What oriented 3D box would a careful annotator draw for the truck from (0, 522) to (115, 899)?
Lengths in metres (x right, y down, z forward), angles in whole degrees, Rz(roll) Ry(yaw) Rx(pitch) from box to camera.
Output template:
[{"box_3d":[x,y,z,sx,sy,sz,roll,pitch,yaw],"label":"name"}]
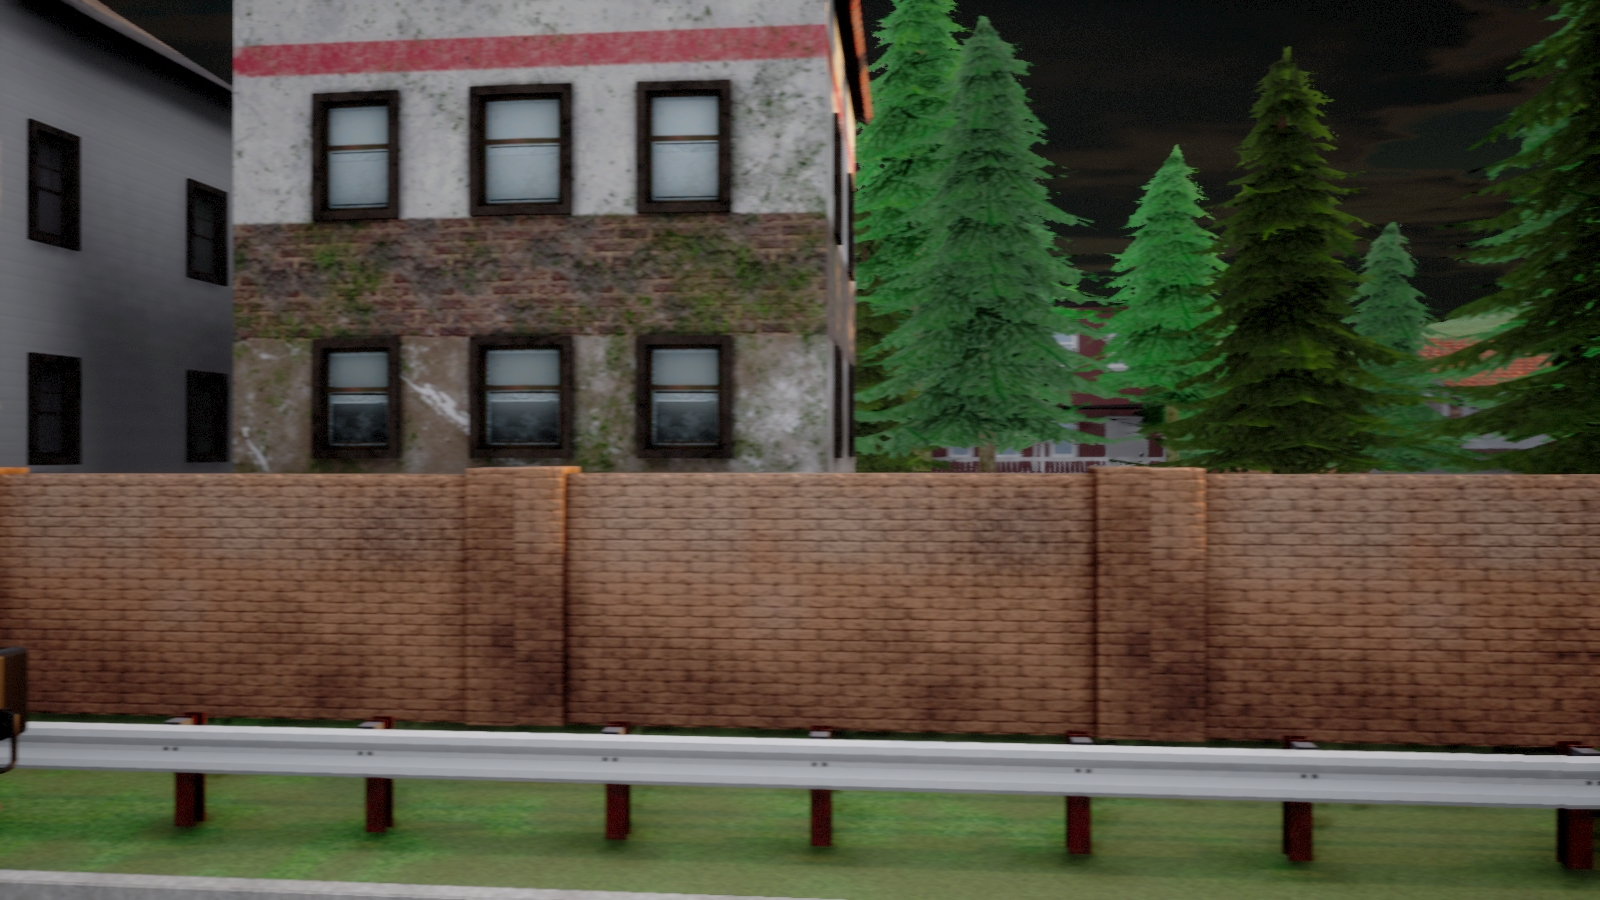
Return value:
[{"box_3d":[-6.015,1.569,4.419,5.204,2.467,2.627,0,0,5],"label":"truck"}]
